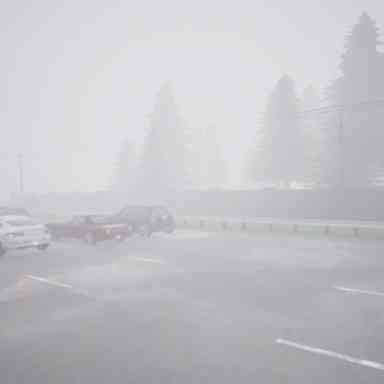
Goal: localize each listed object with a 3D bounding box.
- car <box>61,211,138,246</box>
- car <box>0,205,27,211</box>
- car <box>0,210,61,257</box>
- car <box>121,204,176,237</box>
[{"bbox_3d":[-5.082,1.746,16.114,4.718,1.301,1.895,-1,0,36],"label":"car"},{"bbox_3d":[-15.460,1.818,27.821,4.892,1.490,1.837,0,0,36],"label":"car"},{"bbox_3d":[-7.636,1.678,13.645,4.674,1.442,1.812,0,0,36],"label":"car"},{"bbox_3d":[-3.188,1.498,19.066,4.553,1.767,2.097,-1,-1,36],"label":"car"}]
